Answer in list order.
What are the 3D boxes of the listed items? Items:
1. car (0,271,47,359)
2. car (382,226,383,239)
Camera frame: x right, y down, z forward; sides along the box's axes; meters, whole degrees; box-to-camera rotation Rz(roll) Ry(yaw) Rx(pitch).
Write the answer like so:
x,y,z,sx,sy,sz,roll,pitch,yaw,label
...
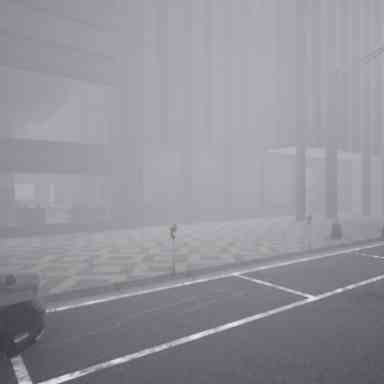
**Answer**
x,y,z,sx,sy,sz,roll,pitch,yaw,label
-4.004,1.557,3.675,4.403,1.369,2.008,0,0,-35,car
9.770,1.226,13.497,5.009,1.841,2.192,0,0,-35,car
